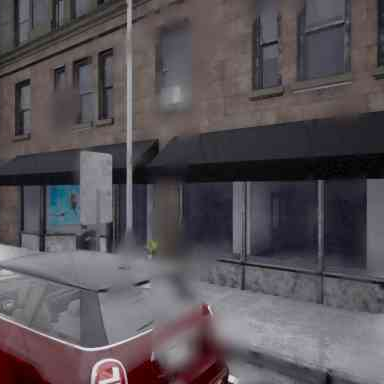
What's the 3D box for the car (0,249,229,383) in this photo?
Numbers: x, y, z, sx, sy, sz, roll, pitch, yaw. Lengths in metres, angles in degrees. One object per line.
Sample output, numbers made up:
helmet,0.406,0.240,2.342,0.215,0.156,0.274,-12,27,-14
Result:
car,-1.699,1.440,4.025,4.097,1.590,1.967,0,0,36
